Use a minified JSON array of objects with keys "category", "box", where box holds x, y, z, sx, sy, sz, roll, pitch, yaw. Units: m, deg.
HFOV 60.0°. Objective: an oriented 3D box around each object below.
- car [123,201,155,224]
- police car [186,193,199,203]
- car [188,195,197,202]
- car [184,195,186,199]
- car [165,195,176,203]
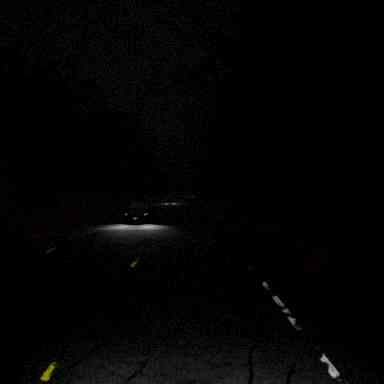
[{"category":"car","box":[-3.699,1.426,23.903,1.812,1.442,4.674,0,0,0]},{"category":"police car","box":[0.313,1.366,66.198,1.930,1.638,5.238,0,0,-1]},{"category":"car","box":[0.056,1.443,76.289,1.801,1.575,5.366,-1,0,-2]},{"category":"car","box":[-0.111,1.248,82.141,2.150,2.045,5.566,-1,0,-2]},{"category":"car","box":[-4.232,1.410,65.401,1.882,1.535,5.008,0,0,-1]}]
